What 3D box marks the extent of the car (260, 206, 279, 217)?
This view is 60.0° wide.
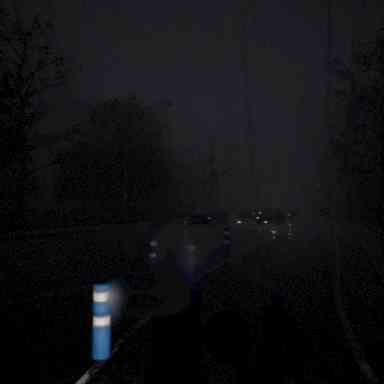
[{"bbox_3d":[11.390,2.785,48.638,1.882,1.535,5.008,1,-2,23],"label":"car"}]

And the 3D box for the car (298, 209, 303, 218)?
[{"bbox_3d":[14.460,2.947,46.915,1.895,1.301,4.718,1,-2,23],"label":"car"}]

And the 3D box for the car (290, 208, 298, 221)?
[{"bbox_3d":[10.564,2.478,37.637,1.812,1.442,4.674,1,-2,23],"label":"car"}]

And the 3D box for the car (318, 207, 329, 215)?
[{"bbox_3d":[25.238,3.620,63.836,1.994,1.385,4.181,1,-1,22],"label":"car"}]

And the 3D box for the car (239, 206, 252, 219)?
[{"bbox_3d":[6.710,2.313,37.559,1.882,1.535,5.008,1,-2,23],"label":"car"}]

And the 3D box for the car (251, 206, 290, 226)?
[{"bbox_3d":[7.004,2.144,29.255,2.033,1.411,5.357,1,-2,23],"label":"car"}]

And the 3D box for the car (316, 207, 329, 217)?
[{"bbox_3d":[21.486,3.349,54.706,1.994,1.385,4.181,1,-2,22],"label":"car"}]

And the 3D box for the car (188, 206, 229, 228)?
[{"bbox_3d":[1.345,1.799,25.097,1.882,1.535,5.008,1,-2,24],"label":"car"}]
